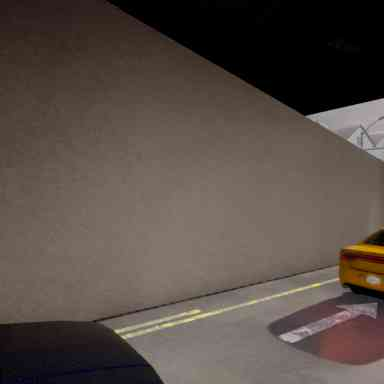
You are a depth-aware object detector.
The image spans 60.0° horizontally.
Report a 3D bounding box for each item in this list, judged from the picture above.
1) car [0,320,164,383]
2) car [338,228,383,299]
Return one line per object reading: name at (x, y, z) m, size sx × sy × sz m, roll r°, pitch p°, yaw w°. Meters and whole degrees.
car at (-2.732, 1.547, 1.835) m, size 5.357 × 1.411 × 2.033 m, roll 0°, pitch 0°, yaw -35°
car at (5.386, 1.478, 7.601) m, size 5.008 × 1.535 × 1.882 m, roll 0°, pitch 0°, yaw -35°
